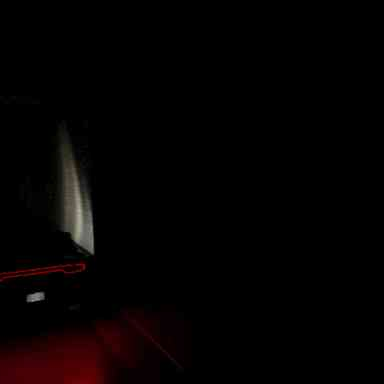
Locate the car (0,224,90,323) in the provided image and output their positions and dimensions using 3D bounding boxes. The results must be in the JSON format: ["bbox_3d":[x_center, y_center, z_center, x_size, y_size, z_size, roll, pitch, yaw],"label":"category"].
[{"bbox_3d":[-3.596,1.425,7.162,1.882,1.535,5.008,-2,1,-30],"label":"car"}]
